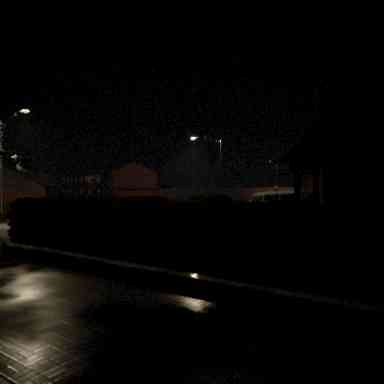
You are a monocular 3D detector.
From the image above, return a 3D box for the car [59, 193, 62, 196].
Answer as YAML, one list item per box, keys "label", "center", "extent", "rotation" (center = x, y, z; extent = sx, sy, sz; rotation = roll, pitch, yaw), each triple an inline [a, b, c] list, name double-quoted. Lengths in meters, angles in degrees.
- label: "car"
  center: [-26.278, 0.960, 64.825]
  extent: [3.866, 1.878, 1.905]
  rotation: [0, 0, 35]

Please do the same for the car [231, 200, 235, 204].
- label: "car"
  center: [4.000, 1.480, 45.094]
  extent: [1.882, 1.535, 5.008]
  rotation: [0, 0, 35]
